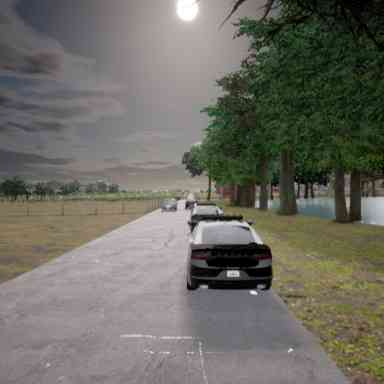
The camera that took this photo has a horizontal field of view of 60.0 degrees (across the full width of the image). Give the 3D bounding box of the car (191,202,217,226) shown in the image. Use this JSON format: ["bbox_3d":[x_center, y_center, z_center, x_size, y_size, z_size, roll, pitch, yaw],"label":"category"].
[{"bbox_3d":[0.817,1.549,25.105,1.837,1.490,4.892,0,0,0],"label":"car"}]

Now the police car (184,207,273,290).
[{"bbox_3d":[0.822,1.432,9.214,1.930,1.638,5.238,0,0,0],"label":"police car"}]

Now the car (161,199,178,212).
[{"bbox_3d":[-2.761,1.601,41.158,2.128,1.511,4.902,0,0,0],"label":"car"}]

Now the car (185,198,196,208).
[{"bbox_3d":[0.011,1.623,47.644,1.882,1.535,5.008,0,0,1],"label":"car"}]

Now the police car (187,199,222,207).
[{"bbox_3d":[0.819,1.452,19.215,1.930,1.638,5.238,0,0,0],"label":"police car"}]
